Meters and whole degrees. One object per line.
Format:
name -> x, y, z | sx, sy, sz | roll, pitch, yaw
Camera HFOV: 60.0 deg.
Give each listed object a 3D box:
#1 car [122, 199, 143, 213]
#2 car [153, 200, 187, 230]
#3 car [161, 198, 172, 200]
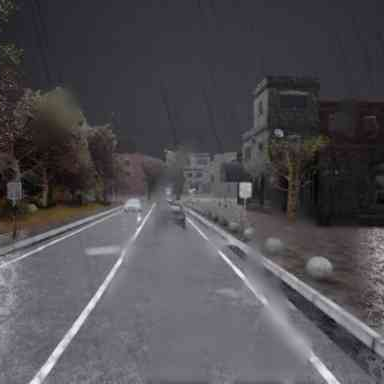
car -> -6.536, 1.546, 37.268 | 1.812, 1.442, 4.674 | 0, 0, -5
car -> -1.405, 1.509, 21.136 | 1.837, 1.490, 4.892 | 0, 0, -5
car -> -3.017, 1.486, 39.498 | 1.882, 1.535, 5.008 | 0, 0, -5
